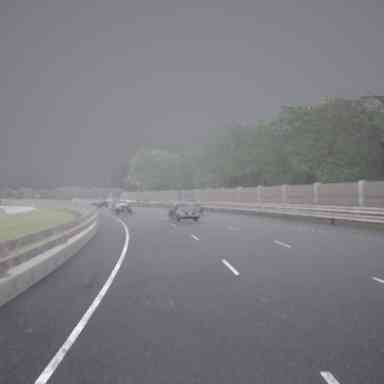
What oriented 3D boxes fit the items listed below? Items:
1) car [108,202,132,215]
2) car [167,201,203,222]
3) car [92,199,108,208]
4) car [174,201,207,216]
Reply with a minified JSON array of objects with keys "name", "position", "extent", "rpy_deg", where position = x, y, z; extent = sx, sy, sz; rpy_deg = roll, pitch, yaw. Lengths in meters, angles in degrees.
[{"name":"car","position":[-8.636,1.942,40.533],"extent":[1.812,1.442,4.674],"rpy_deg":[0,-1,-24]},{"name":"car","position":[-0.829,1.817,29.288],"extent":[2.033,1.411,5.357],"rpy_deg":[0,-1,-16]},{"name":"car","position":[-17.276,2.169,62.407],"extent":[1.837,1.490,4.892],"rpy_deg":[0,-1,-37]},{"name":"car","position":[-0.282,1.842,38.577],"extent":[2.128,1.511,4.902],"rpy_deg":[0,-1,-21]}]
